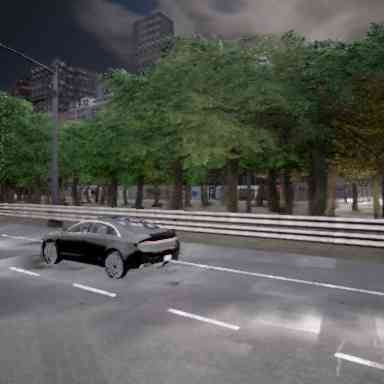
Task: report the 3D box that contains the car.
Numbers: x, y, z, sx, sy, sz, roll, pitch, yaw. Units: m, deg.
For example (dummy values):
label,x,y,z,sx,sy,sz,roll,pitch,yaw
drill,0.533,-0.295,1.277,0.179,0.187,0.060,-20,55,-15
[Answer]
label,x,y,z,sx,sy,sz,roll,pitch,yaw
car,-2.600,1.492,10.033,4.902,1.511,2.128,0,0,36
